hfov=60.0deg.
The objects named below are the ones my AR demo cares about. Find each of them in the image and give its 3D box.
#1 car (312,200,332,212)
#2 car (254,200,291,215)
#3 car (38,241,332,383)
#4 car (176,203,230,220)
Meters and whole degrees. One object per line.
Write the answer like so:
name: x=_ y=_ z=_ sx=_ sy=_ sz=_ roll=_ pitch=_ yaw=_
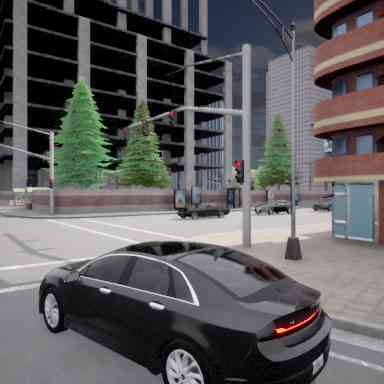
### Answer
car: x=16.646 y=1.407 z=40.273 sx=4.553 sy=1.767 sz=2.097 roll=0 pitch=0 yaw=-35
car: x=8.563 y=1.547 z=34.501 sx=4.902 sy=1.511 sz=2.128 roll=0 pitch=0 yaw=-36
car: x=-0.534 y=1.505 z=5.001 sx=4.892 sy=1.490 sz=1.837 roll=0 pitch=0 yaw=41
car: x=0.983 y=1.656 z=29.065 sx=4.718 sy=1.301 sz=1.895 roll=0 pitch=0 yaw=-36
